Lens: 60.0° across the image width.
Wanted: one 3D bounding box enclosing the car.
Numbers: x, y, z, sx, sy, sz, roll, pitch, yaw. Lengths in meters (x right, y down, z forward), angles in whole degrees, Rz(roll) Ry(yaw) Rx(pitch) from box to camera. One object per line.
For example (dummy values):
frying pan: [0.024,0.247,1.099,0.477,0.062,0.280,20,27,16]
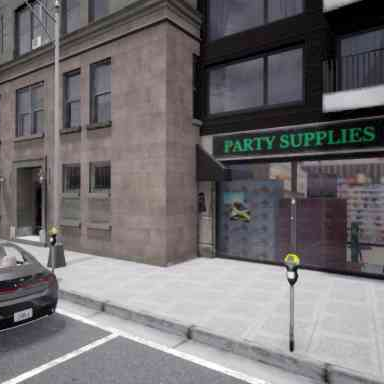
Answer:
car: [-4.221,1.550,6.095,4.403,1.369,2.008,0,0,36]
